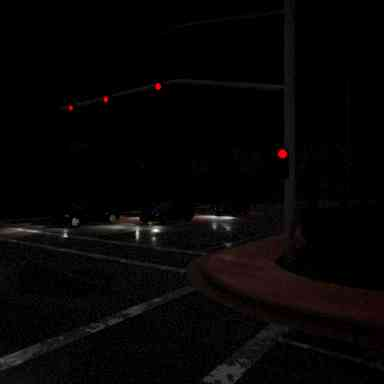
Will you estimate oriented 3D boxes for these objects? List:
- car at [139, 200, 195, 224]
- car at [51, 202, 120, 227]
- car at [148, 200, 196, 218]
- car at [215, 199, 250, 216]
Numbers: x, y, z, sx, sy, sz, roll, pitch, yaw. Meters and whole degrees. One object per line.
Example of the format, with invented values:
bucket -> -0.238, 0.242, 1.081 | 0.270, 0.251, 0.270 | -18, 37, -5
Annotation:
car -> -1.774, 1.478, 24.888 | 1.882, 1.535, 5.008 | 0, 0, 36
car -> -7.289, 1.478, 23.194 | 1.882, 1.535, 5.008 | 0, 0, 36
car -> -1.761, 1.505, 30.912 | 1.837, 1.490, 4.892 | 0, 0, 36
car -> 4.082, 1.505, 33.029 | 1.837, 1.490, 4.892 | 0, 0, 36
